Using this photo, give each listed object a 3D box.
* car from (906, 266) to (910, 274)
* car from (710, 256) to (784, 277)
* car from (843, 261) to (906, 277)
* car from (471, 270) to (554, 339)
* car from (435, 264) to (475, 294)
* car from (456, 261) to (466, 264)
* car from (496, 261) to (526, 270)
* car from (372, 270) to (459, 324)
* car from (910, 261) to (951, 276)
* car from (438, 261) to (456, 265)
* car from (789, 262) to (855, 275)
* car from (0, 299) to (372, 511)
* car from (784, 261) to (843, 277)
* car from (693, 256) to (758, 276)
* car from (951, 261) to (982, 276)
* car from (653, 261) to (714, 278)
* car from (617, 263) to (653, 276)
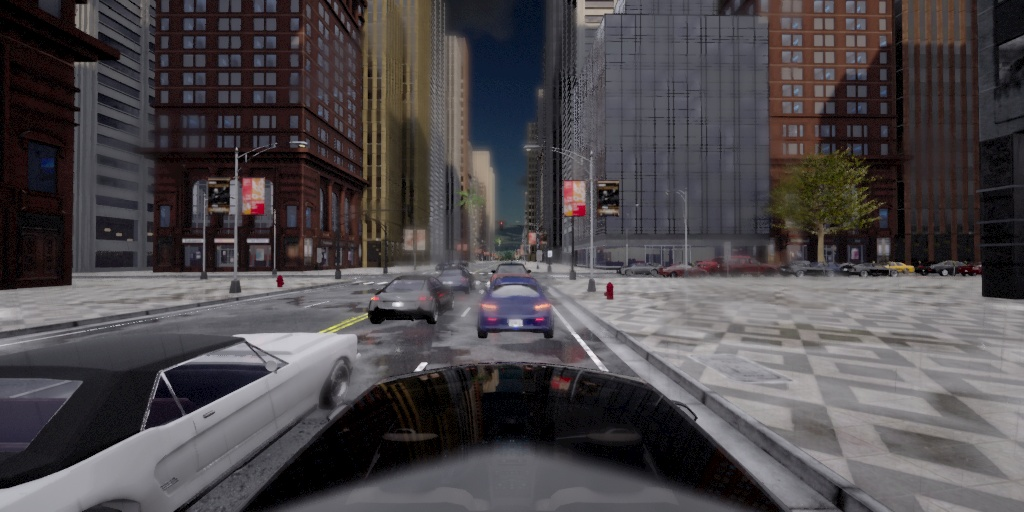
[{"bbox_3d":[43.133,1.294,41.085,4.829,1.417,1.751,0,0,-1],"label":"car"},{"bbox_3d":[20.896,1.040,32.170,5.009,1.841,2.192,0,0,-1],"label":"car"},{"bbox_3d":[32.170,1.259,32.367,4.313,1.339,1.948,0,0,-1],"label":"car"},{"bbox_3d":[0.088,1.284,10.027,1.812,1.442,4.674,0,0,0],"label":"car"},{"bbox_3d":[-3.187,1.353,20.402,1.994,1.385,4.181,0,0,0],"label":"car"},{"bbox_3d":[-9.937,1.545,63.028,2.128,1.511,4.902,0,0,0],"label":"car"},{"bbox_3d":[-0.034,1.135,19.012,2.097,1.767,4.553,0,0,0],"label":"car"},{"bbox_3d":[-3.171,1.327,12.014,1.994,1.385,4.181,0,0,0],"label":"car"},{"bbox_3d":[42.735,1.204,35.178,4.892,1.490,1.837,0,-1,-1],"label":"car"},{"bbox_3d":[-9.941,1.544,52.742,1.994,1.385,4.181,0,0,0],"label":"car"},{"bbox_3d":[32.893,1.307,38.146,5.357,1.411,2.033,0,-1,-1],"label":"car"},{"bbox_3d":[-3.156,1.351,3.191,1.895,1.301,4.718,0,0,0],"label":"car"},{"bbox_3d":[26.533,1.274,32.269,4.313,1.339,1.948,0,0,-1],"label":"car"},{"bbox_3d":[22.516,1.010,37.977,5.566,2.045,2.150,0,-1,-1],"label":"car"},{"bbox_3d":[43.445,1.212,32.565,4.507,1.381,1.888,0,0,-1],"label":"car"},{"bbox_3d":[15.258,1.326,32.072,4.207,1.307,1.802,0,0,-1],"label":"car"},{"bbox_3d":[13.214,1.384,37.813,4.181,1.385,1.994,0,-1,-1],"label":"car"}]
